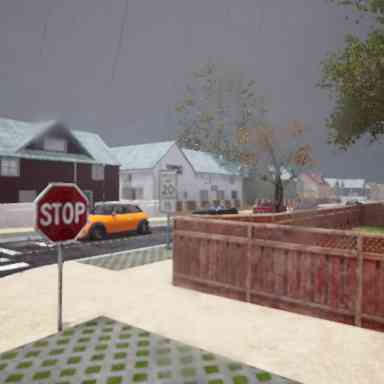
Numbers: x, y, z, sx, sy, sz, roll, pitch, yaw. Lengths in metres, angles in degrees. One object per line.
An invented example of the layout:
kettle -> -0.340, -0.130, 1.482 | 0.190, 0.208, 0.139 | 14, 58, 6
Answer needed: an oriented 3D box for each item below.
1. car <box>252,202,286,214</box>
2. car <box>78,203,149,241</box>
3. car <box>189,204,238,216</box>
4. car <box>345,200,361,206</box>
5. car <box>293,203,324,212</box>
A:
car -> 7.821, 1.721, 33.381 | 1.882, 1.535, 5.008 | 0, 0, 37
car -> -4.361, 1.401, 17.213 | 2.097, 1.767, 4.553 | 0, 0, 37
car -> 1.708, 1.639, 25.280 | 2.128, 1.511, 4.902 | 0, 0, 37
car -> 24.885, 1.979, 51.159 | 2.128, 1.511, 4.902 | 0, 0, 37
car -> 12.060, 1.841, 34.132 | 2.033, 1.411, 5.357 | 0, 0, 37
